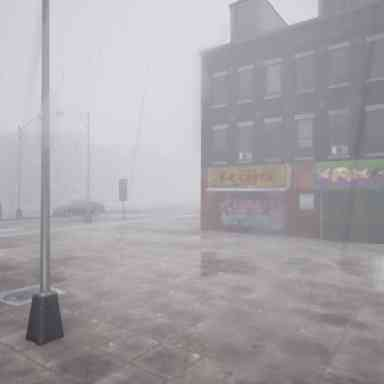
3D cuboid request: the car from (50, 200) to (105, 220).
[{"bbox_3d":[-9.606,1.412,27.982,2.128,1.511,4.902,0,0,35],"label":"car"}]
